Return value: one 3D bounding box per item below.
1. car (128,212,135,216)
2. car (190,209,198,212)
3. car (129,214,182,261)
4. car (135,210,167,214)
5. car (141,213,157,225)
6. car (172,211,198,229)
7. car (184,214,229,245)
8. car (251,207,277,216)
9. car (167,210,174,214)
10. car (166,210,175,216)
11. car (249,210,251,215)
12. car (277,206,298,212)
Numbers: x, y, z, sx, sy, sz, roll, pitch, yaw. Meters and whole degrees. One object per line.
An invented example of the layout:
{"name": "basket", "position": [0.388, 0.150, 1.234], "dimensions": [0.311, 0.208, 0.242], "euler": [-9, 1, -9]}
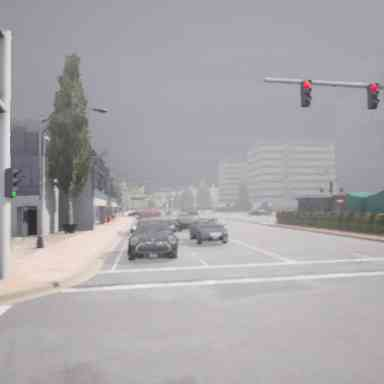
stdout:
{"name": "car", "position": [-14.534, 5.701, 88.886], "dimensions": [5.008, 1.535, 1.882], "euler": [-1, -3, 5]}
{"name": "car", "position": [0.242, 4.756, 76.025], "dimensions": [1.837, 1.490, 4.892], "euler": [-1, -3, -9]}
{"name": "car", "position": [-1.808, 2.104, 15.786], "dimensions": [2.097, 1.767, 4.553], "euler": [-1, -3, -6]}
{"name": "car", "position": [-3.628, 2.598, 29.032], "dimensions": [2.150, 2.045, 5.566], "euler": [-1, -3, -8]}
{"name": "car", "position": [-6.199, 3.733, 47.365], "dimensions": [2.128, 1.511, 4.902], "euler": [-1, -3, -8]}
{"name": "car", "position": [-0.602, 2.964, 32.632], "dimensions": [1.882, 1.535, 5.008], "euler": [-1, -3, -8]}
{"name": "car", "position": [1.005, 2.447, 21.395], "dimensions": [2.128, 1.511, 4.902], "euler": [-1, -3, -8]}
{"name": "car", "position": [15.460, 4.102, 71.242], "dimensions": [3.866, 1.878, 1.905], "euler": [-1, -3, -10]}
{"name": "car", "position": [-2.326, 3.590, 44.855], "dimensions": [1.812, 1.442, 4.674], "euler": [-1, -2, -9]}
{"name": "car", "position": [-5.961, 5.675, 91.089], "dimensions": [1.882, 1.535, 5.008], "euler": [-1, -3, -10]}
{"name": "car", "position": [15.030, 4.234, 74.102], "dimensions": [4.605, 1.855, 1.932], "euler": [-1, -3, -10]}
{"name": "car", "position": [25.690, 4.848, 90.194], "dimensions": [5.566, 2.045, 2.150], "euler": [-1, -3, -10]}
